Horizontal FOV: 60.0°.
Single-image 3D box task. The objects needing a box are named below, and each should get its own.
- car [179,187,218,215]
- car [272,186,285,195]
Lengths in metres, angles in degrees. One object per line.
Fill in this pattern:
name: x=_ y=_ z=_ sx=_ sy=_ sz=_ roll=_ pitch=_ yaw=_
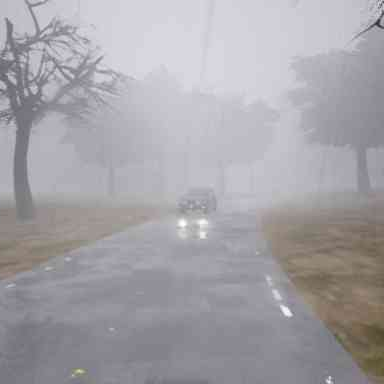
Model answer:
car: x=0.636 y=0.647 z=26.944 sx=2.150 sy=2.045 sz=5.566 roll=0 pitch=1 yaw=15
car: x=17.112 y=-0.390 z=65.844 sx=2.097 sy=1.767 sz=4.553 roll=0 pitch=2 yaw=20
